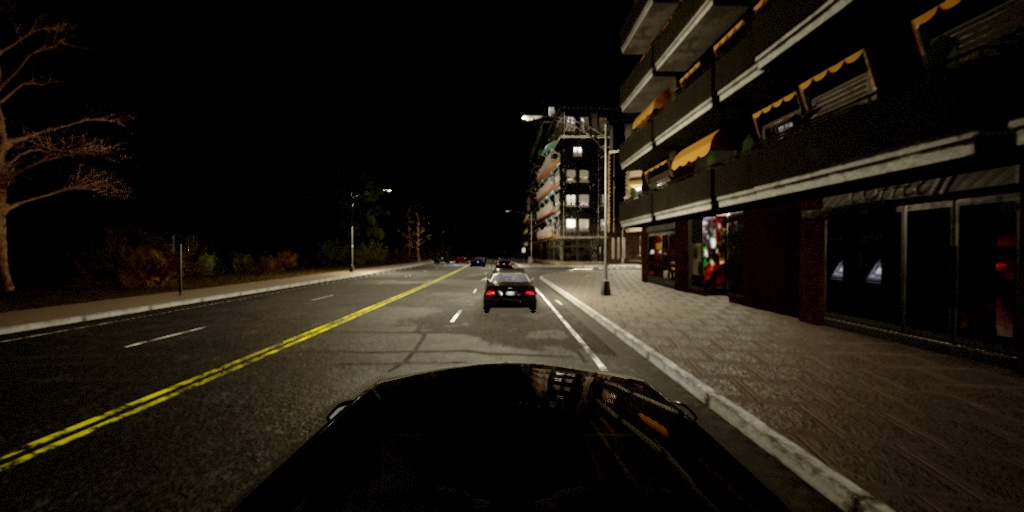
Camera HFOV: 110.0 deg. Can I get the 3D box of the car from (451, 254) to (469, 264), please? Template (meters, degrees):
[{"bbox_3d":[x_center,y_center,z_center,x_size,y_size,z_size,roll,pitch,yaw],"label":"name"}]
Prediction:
[{"bbox_3d":[-8.762,0.697,61.594,1.895,1.301,4.718,0,1,-3],"label":"car"}]

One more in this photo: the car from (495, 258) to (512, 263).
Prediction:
[{"bbox_3d":[-0.963,0.872,40.413,2.033,1.411,5.357,0,1,-2],"label":"car"}]

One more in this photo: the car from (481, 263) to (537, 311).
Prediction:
[{"bbox_3d":[-0.097,1.162,13.517,2.033,1.411,5.357,0,1,-1],"label":"car"}]

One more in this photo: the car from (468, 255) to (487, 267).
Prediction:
[{"bbox_3d":[-4.697,0.779,50.190,1.994,1.385,4.181,0,1,-3],"label":"car"}]

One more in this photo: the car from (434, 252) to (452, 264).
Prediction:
[{"bbox_3d":[-12.017,0.317,61.573,2.150,2.045,5.566,0,1,-3],"label":"car"}]
